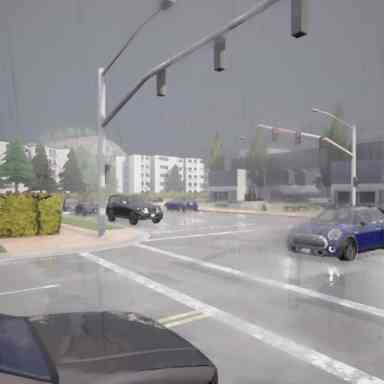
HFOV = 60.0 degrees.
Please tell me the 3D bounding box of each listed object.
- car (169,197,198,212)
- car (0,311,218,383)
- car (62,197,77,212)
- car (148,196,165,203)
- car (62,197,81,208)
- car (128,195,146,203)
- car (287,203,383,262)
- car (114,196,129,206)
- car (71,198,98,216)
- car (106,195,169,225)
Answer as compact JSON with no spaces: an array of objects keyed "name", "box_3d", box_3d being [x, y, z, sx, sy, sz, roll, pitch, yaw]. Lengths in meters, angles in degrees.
[{"name":"car","box_3d":[-1.274,1.352,38.119,2.097,1.767,4.553,0,0,-35]},{"name":"car","box_3d":[-2.305,1.547,2.121,5.357,1.411,2.033,0,0,-35]},{"name":"car","box_3d":[-14.395,1.526,39.718,1.812,1.442,4.674,0,0,-24]},{"name":"car","box_3d":[-7.535,1.556,70.634,1.994,1.385,4.181,0,0,17]},{"name":"car","box_3d":[-17.810,1.492,49.333,2.128,1.511,4.902,0,0,-13]},{"name":"car","box_3d":[-11.290,1.477,68.931,1.882,1.535,5.008,0,0,14]},{"name":"car","box_3d":[5.595,1.352,12.303,4.553,1.767,2.097,0,0,-36]},{"name":"car","box_3d":[-11.747,1.491,55.696,2.128,1.511,4.902,0,0,-8]},{"name":"car","box_3d":[-9.923,1.564,32.145,1.994,1.385,4.181,0,0,-34]},{"name":"car","box_3d":[-4.385,1.221,24.540,2.150,2.045,5.566,0,0,-39]}]
